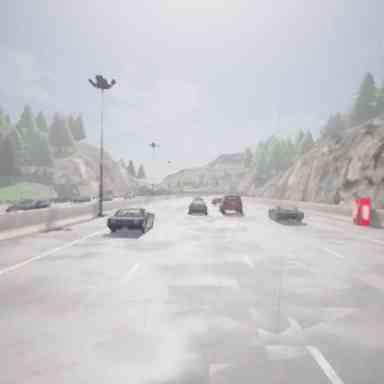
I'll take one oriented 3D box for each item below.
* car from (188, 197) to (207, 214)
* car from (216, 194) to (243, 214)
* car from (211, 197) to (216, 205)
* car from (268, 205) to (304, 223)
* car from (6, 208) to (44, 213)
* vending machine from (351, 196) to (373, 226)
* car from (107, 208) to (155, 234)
[{"bbox_3d":[0.633,1.583,36.121,1.994,1.385,4.181,1,0,1],"label":"car"},{"bbox_3d":[4.208,1.289,36.488,2.150,2.045,5.566,1,0,1],"label":"car"},{"bbox_3d":[4.521,1.604,60.486,1.812,1.442,4.674,1,0,1],"label":"car"},{"bbox_3d":[7.437,1.709,26.874,1.895,1.301,4.718,1,0,2],"label":"car"},{"bbox_3d":[-13.683,1.319,28.200,2.128,1.511,4.902,1,0,1],"label":"car"},{"bbox_3d":[12.330,1.368,24.190,1.100,2.100,0.880,1,0,1],"label":"vending machine"},{"bbox_3d":[-3.343,1.562,19.180,1.895,1.301,4.718,1,0,2],"label":"car"}]
